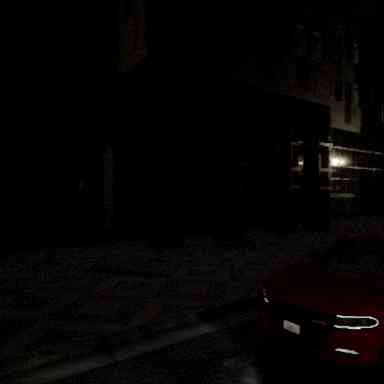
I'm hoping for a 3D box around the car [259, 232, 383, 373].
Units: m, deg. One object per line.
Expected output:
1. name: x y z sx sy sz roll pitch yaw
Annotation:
1. car: 3.315 1.469 5.729 5.008 1.535 1.882 0 0 -35
